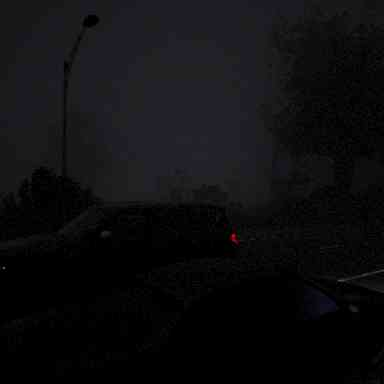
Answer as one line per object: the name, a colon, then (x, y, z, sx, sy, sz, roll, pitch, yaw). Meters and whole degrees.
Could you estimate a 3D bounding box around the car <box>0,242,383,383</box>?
car: (0.526, 1.571, 4.088, 5.357, 1.411, 2.033, 1, 0, -35)

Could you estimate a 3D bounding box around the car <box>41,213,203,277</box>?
car: (-2.160, 1.542, 10.976, 4.892, 1.490, 1.837, 1, 0, -35)

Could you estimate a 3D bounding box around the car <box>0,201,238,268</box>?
car: (-1.475, 1.245, 7.194, 5.566, 2.045, 2.150, 1, 0, -35)
